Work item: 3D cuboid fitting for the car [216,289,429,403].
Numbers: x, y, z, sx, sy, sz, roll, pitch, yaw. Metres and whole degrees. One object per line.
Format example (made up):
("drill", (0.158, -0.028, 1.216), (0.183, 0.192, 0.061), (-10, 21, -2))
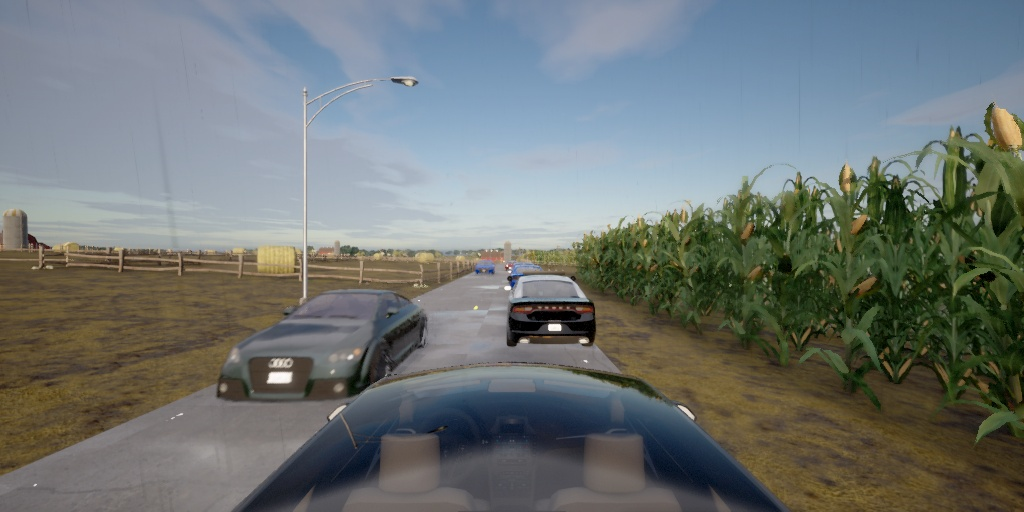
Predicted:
("car", (-2.853, 1.312, 6.405), (1.994, 1.385, 4.181), (0, 0, 0))

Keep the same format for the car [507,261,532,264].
("car", (0.819, 1.213, 19.373), (1.882, 1.535, 5.008), (0, 0, 0))

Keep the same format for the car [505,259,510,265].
("car", (0.019, 1.294, 47.726), (1.895, 1.301, 4.718), (0, 0, 0))

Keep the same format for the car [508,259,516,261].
("car", (0.813, 1.201, 25.373), (1.882, 1.535, 5.008), (0, 0, 0))

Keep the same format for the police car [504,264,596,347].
("police car", (0.822, 1.171, 9.483), (1.930, 1.638, 5.238), (0, 0, 0))

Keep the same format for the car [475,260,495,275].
("car", (-2.762, 1.180, 37.670), (1.882, 1.535, 5.008), (0, 0, 0))
